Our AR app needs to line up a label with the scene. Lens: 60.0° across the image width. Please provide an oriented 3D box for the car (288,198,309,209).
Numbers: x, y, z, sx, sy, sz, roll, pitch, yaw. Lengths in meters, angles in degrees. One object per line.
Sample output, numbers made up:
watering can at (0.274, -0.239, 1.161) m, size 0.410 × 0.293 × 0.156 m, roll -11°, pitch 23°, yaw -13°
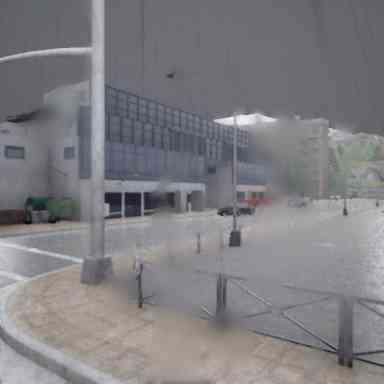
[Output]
car at (15.271, 1.656, 47.550) m, size 2.128 × 1.511 × 4.902 m, roll 0°, pitch 0°, yaw 35°

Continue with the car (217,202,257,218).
car at (4.508, 1.683, 32.623) m, size 2.033 × 1.411 × 5.357 m, roll 0°, pitch 0°, yaw 36°
